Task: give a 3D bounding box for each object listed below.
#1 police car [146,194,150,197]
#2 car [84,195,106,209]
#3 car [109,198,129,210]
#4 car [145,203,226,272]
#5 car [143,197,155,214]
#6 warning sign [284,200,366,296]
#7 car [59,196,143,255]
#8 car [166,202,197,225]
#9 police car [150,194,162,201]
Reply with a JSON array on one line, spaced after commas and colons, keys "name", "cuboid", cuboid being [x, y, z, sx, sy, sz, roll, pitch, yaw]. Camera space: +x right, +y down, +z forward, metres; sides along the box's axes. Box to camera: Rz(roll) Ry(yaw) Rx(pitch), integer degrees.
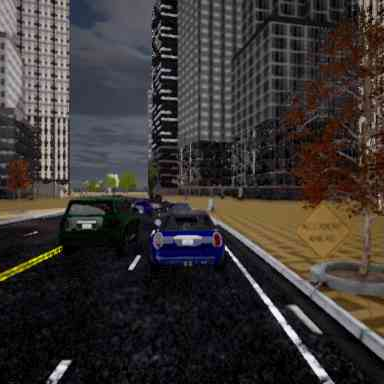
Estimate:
[{"name": "police car", "cuboid": [-10.955, 1.308, 92.460, 1.930, 1.638, 5.238, 0, 0, -14]}, {"name": "car", "cuboid": [-12.721, 1.297, 44.050, 2.097, 1.767, 4.553, 0, 0, -7]}, {"name": "car", "cuboid": [-9.274, 1.492, 42.769, 2.033, 1.411, 5.357, 0, 0, -7]}, {"name": "car", "cuboid": [-0.170, 1.337, 10.889, 2.097, 1.767, 4.553, 0, 0, -2]}, {"name": "car", "cuboid": [-4.571, 1.486, 30.525, 1.812, 1.442, 4.674, 0, 0, -5]}, {"name": "warning sign", "cuboid": [2.765, 1.105, 7.051, 1.300, 1.860, 1.060, 0, 0, -1]}, {"name": "car", "cuboid": [-3.481, 1.205, 13.407, 2.150, 2.045, 5.566, 0, 0, -2]}, {"name": "car", "cuboid": [-0.878, 1.515, 24.833, 2.033, 1.411, 5.357, 0, 0, -4]}, {"name": "police car", "cuboid": [-8.545, 1.317, 82.591, 1.930, 1.638, 5.238, 0, 0, -13]}]
